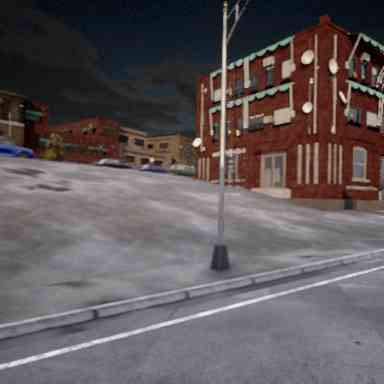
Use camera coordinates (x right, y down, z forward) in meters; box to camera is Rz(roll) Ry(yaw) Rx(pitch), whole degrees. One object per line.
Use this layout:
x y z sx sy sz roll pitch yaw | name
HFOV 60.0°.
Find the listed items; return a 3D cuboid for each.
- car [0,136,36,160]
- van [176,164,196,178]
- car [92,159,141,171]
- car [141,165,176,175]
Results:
-15.364 -3.326 26.151 2.435 2.045 5.566 0 -1 44 | car
-0.888 -2.399 43.035 1.878 1.987 4.442 1 -2 39 | van
-8.035 -2.632 34.393 2.002 1.452 4.674 0 -2 41 | car
-4.474 -2.397 38.634 2.002 1.452 4.674 0 -2 40 | car
